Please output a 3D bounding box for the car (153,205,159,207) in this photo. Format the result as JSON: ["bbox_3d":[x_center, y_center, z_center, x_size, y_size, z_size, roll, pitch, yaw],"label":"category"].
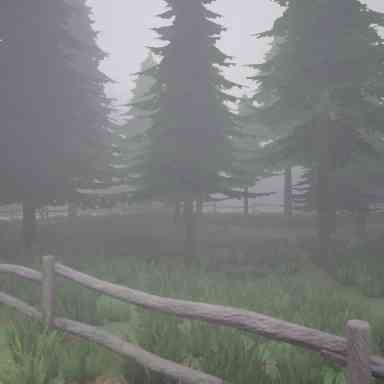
[{"bbox_3d":[-2.916,1.532,32.900,4.892,1.490,1.837,0,-2,-18],"label":"car"}]
